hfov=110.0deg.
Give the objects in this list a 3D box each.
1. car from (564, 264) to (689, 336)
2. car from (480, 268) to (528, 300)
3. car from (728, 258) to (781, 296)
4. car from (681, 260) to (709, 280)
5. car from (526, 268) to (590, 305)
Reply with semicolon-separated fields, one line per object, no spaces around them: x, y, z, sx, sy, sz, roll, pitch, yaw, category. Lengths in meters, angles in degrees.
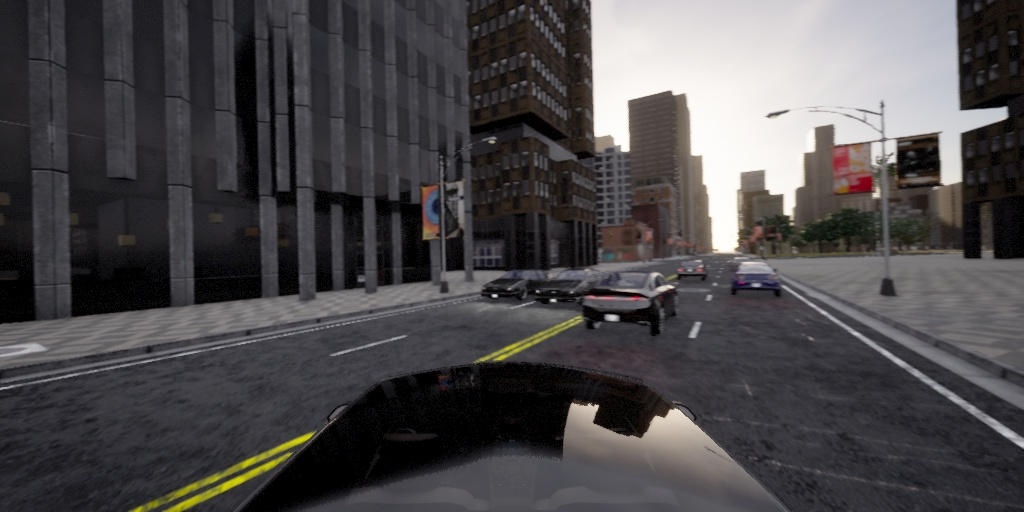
3.527;1.167;10.244;2.128;1.511;4.902;-2;0;31;car
0.601;1.340;18.147;2.033;1.411;5.357;-2;0;31;car
11.411;1.004;16.989;1.812;1.442;4.674;-2;0;31;car
13.384;0.994;26.518;2.033;1.411;5.357;-2;0;31;car
2.915;1.251;15.709;2.033;1.411;5.357;-2;0;31;car
